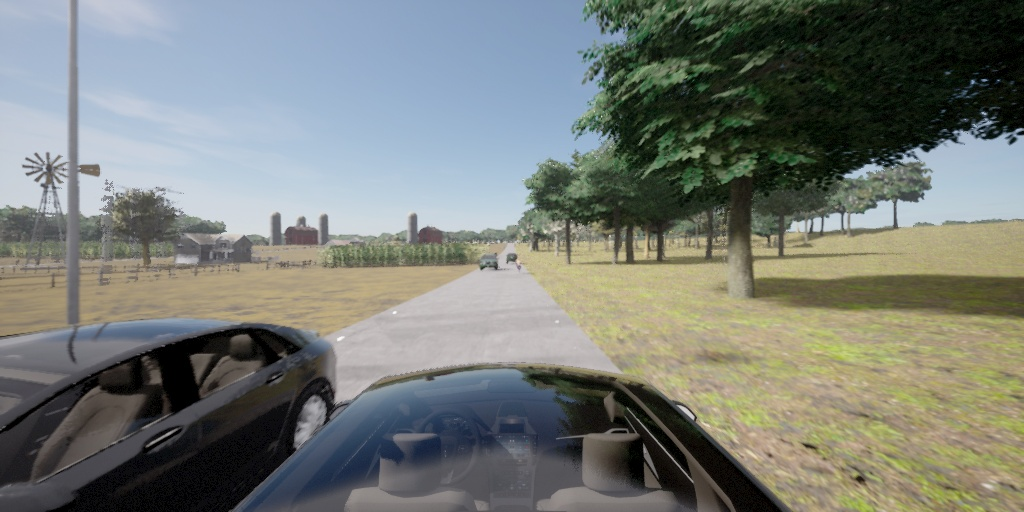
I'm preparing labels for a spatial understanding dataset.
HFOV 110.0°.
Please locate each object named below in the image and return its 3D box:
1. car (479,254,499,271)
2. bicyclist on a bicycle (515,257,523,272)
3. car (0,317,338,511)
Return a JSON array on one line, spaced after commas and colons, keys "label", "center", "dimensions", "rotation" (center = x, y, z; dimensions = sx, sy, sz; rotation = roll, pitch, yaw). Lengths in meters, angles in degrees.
[{"label": "car", "center": [-2.823, 0.785, 44.985], "dimensions": [2.150, 2.045, 5.566], "rotation": [0, 0, 0]}, {"label": "bicyclist on a bicycle", "center": [0.742, 1.086, 38.138], "dimensions": [0.866, 1.612, 1.509], "rotation": [0, 1, 0]}, {"label": "car", "center": [-2.849, 1.255, 2.086], "dimensions": [1.837, 1.490, 4.892], "rotation": [0, 0, 0]}]
